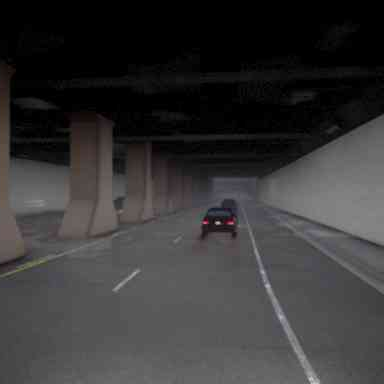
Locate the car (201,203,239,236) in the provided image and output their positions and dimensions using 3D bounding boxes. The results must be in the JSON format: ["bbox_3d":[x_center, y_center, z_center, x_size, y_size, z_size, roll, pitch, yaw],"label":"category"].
[{"bbox_3d":[1.611,1.561,18.694,2.033,1.411,5.357,0,0,8],"label":"car"}]

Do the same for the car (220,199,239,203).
[{"bbox_3d":[4.158,1.536,37.181,1.837,1.490,4.892,0,0,8],"label":"car"}]

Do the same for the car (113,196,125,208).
[{"bbox_3d":[-9.200,1.325,44.118,2.097,1.767,4.553,0,0,8],"label":"car"}]
